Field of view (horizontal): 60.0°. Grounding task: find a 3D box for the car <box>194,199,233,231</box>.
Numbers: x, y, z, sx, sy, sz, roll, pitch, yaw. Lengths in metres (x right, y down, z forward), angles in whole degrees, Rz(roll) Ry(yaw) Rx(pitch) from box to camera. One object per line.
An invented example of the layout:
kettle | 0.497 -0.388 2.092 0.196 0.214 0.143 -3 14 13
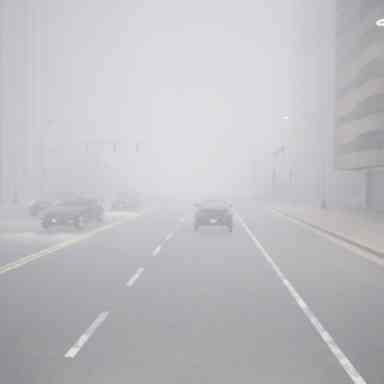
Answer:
car | 1.100 1.059 17.087 1.812 1.442 4.674 1 2 4

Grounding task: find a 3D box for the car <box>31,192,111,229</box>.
car | -6.066 0.975 17.394 1.837 1.490 4.892 1 2 4

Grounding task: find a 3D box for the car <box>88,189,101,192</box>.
car | -8.819 0.567 27.783 2.097 1.767 4.553 1 2 4

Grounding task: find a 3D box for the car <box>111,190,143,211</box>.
car | -5.330 0.798 27.534 1.994 1.385 4.181 1 2 4

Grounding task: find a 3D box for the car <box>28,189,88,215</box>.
car | -9.194 0.649 22.817 2.097 1.767 4.553 1 2 4

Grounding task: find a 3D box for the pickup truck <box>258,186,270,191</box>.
pickup truck | 18.818 -1.258 89.095 2.390 2.098 6.274 2 2 34
